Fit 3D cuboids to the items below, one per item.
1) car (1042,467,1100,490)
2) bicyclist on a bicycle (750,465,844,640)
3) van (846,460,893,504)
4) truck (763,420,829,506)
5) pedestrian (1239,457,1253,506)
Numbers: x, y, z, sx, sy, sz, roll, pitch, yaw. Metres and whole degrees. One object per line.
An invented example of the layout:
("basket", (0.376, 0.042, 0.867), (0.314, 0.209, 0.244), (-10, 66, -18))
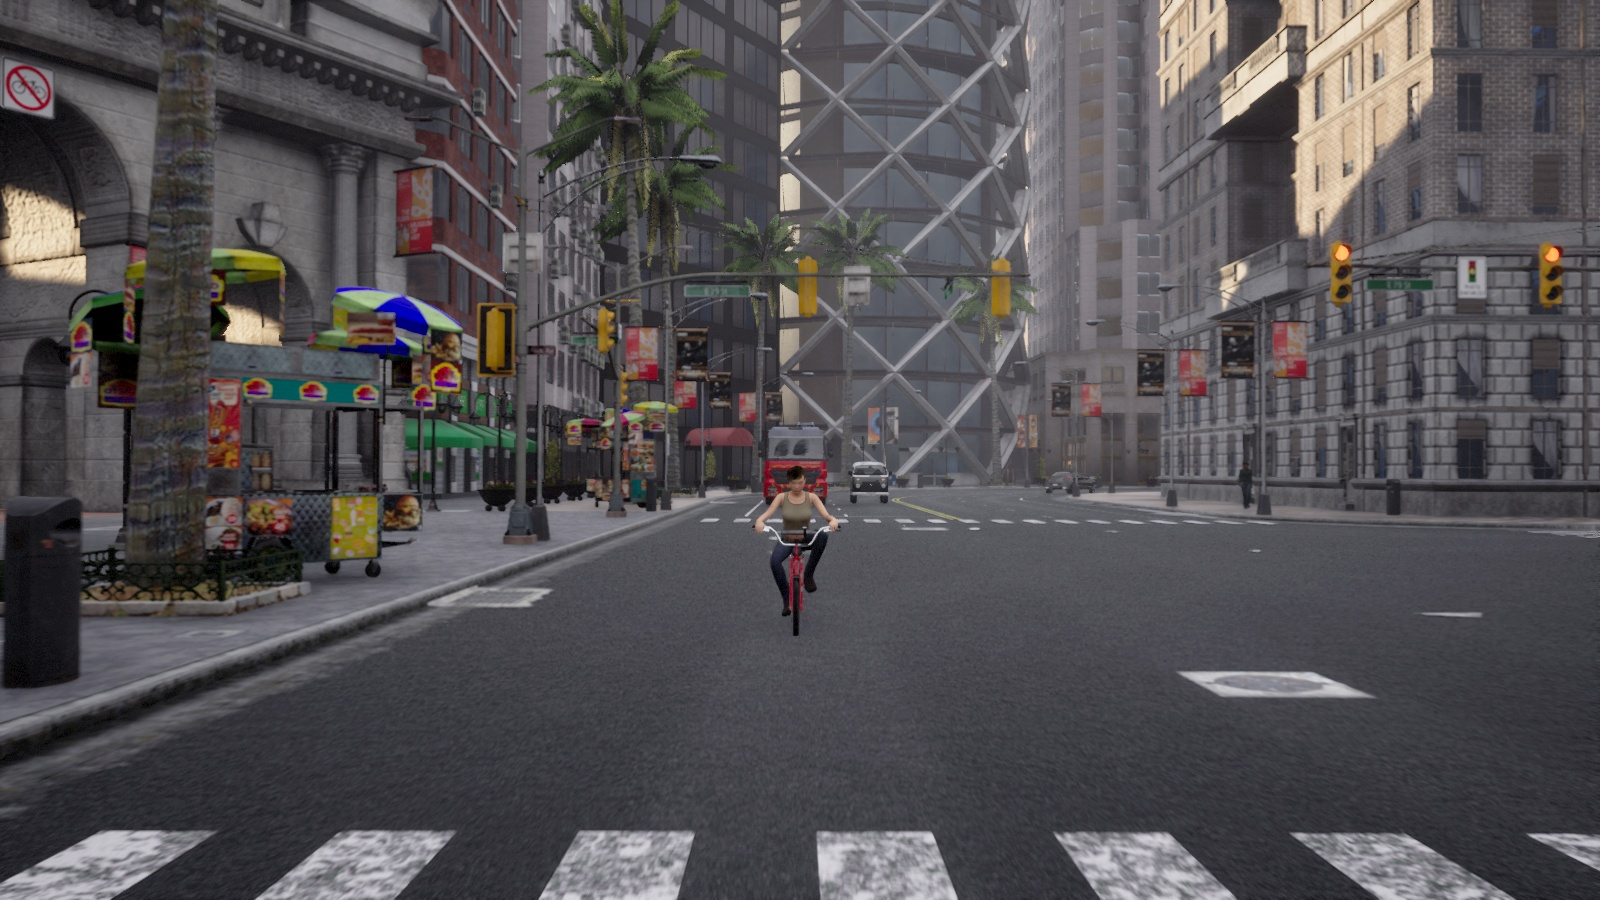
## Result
("car", (19.765, 2.044, 91.360), (2.152, 1.651, 5.027), (-1, -1, 38))
("bicyclist on a bicycle", (-0.026, 0.958, 12.324), (0.866, 1.612, 1.509), (0, -1, 0))
("van", (3.355, 1.551, 61.309), (2.069, 2.038, 4.480), (0, -1, 0))
("truck", (-0.165, 0.653, 59.905), (2.891, 3.827, 8.468), (0, -1, 0))
("pedestrian", (17.112, 1.209, 48.177), (0.353, 1.847, 0.614), (0, -1, 6))
